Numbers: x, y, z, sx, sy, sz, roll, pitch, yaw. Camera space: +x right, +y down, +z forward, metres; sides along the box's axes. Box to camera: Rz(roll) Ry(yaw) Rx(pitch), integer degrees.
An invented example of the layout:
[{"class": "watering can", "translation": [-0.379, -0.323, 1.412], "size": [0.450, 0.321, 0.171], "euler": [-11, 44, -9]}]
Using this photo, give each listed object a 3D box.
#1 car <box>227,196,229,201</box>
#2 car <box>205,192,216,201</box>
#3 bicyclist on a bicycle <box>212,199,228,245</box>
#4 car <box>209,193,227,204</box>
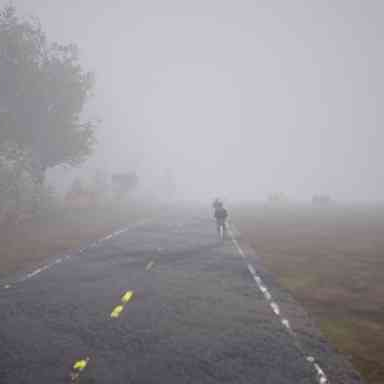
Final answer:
[{"class": "car", "translation": [7.072, 1.334, 73.216], "size": [1.994, 1.385, 4.181], "euler": [0, 0, 11]}, {"class": "car", "translation": [4.422, 0.998, 75.407], "size": [2.150, 2.045, 5.566], "euler": [0, 0, 11]}, {"class": "bicyclist on a bicycle", "translation": [1.243, 1.324, 14.269], "size": [0.659, 1.776, 1.843], "euler": [0, 0, 2]}, {"class": "car", "translation": [4.574, 1.388, 57.215], "size": [1.994, 1.385, 4.181], "euler": [0, 0, 8]}]
